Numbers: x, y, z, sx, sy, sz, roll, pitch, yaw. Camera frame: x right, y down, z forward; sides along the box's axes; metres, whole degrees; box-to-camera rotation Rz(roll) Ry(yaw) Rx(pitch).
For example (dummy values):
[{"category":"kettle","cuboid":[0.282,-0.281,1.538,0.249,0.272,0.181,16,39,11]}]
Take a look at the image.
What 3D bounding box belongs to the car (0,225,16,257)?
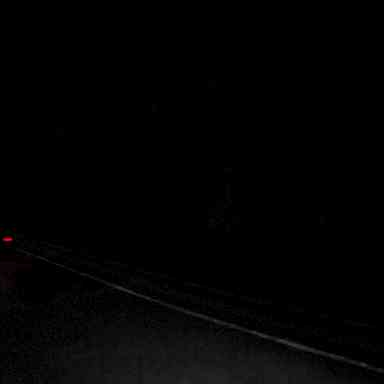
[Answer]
[{"category":"car","cuboid":[-8.278,1.671,12.494,2.033,1.411,5.357,0,-1,-44]}]
